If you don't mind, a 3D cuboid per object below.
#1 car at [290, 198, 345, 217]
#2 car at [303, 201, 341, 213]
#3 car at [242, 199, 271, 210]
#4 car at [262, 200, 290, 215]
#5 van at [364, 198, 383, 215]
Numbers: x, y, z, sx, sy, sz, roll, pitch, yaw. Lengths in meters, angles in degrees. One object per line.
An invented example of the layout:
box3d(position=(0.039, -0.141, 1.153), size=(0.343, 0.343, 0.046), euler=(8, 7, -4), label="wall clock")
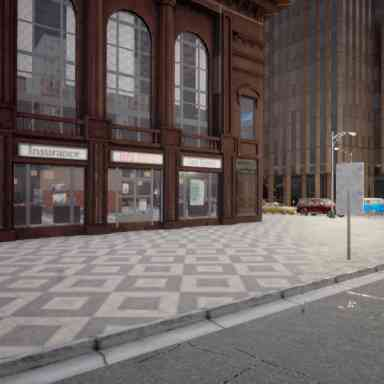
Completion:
box3d(position=(12.650, 1.522, 32.654), size=(2.192, 1.841, 5.009), euler=(0, 0, -35), label="car")
box3d(position=(16.372, 1.897, 42.170), size=(1.802, 1.307, 4.206), euler=(-1, 0, -35), label="car")
box3d(position=(9.886, 1.891, 51.361), size=(1.967, 1.590, 4.097), euler=(-1, 0, -35), label="car")
box3d(position=(9.508, 1.798, 37.109), size=(1.752, 1.417, 4.829), euler=(0, 0, -35), label="car")
box3d(position=(19.611, 1.588, 37.575), size=(1.690, 1.788, 3.998), euler=(-1, 0, -35), label="van")
